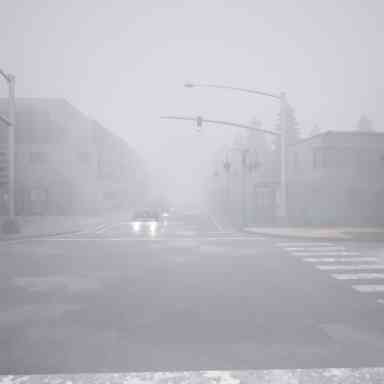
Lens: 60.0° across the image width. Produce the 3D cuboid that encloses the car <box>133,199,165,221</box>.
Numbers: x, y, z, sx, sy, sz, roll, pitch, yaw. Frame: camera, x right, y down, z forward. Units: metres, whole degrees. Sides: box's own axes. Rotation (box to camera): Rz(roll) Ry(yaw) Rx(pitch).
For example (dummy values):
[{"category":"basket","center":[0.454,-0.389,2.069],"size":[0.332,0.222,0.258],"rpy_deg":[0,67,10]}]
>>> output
[{"category":"car","center":[-3.598,1.564,27.335],"size":[1.994,1.385,4.181],"rpy_deg":[0,0,0]}]

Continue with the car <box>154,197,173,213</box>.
[{"category":"car","center":[-3.595,1.352,37.257],"size":[2.097,1.767,4.553],"rpy_deg":[0,0,0]}]
